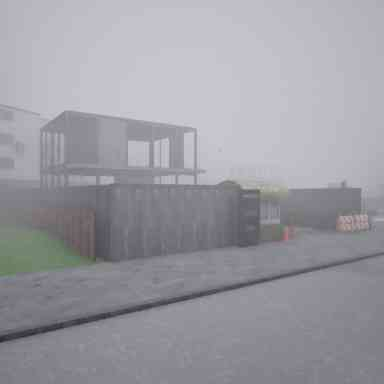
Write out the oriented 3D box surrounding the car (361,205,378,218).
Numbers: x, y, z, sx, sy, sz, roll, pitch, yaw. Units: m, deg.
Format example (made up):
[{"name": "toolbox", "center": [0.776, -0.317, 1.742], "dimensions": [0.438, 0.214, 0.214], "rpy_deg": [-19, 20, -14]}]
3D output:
[{"name": "car", "center": [13.693, 1.564, 28.770], "dimensions": [1.994, 1.385, 4.181], "rpy_deg": [0, 0, -35]}]
